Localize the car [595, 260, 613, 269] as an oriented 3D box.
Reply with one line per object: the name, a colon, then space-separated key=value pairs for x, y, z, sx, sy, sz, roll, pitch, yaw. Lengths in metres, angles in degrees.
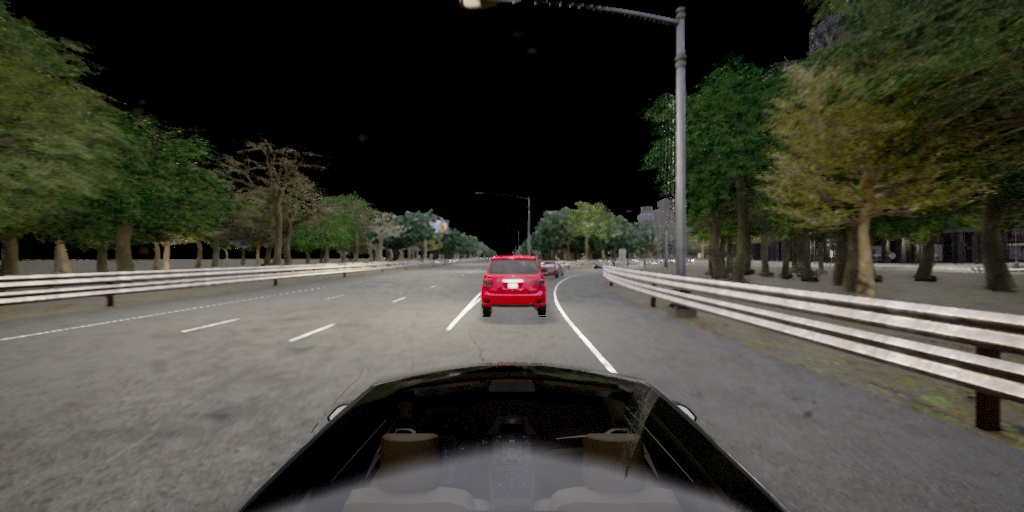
car: x=15.006 y=1.403 z=57.875 sx=1.994 sy=1.385 sz=4.181 roll=0 pitch=0 yaw=35

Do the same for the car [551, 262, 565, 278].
car: x=3.805 y=1.340 z=34.535 sx=1.812 sy=1.442 sz=4.674 roll=0 pitch=0 yaw=17

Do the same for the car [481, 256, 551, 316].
car: x=0.164 y=1.016 z=13.630 sx=2.150 sy=2.045 sz=5.566 roll=0 pitch=0 yaw=3
